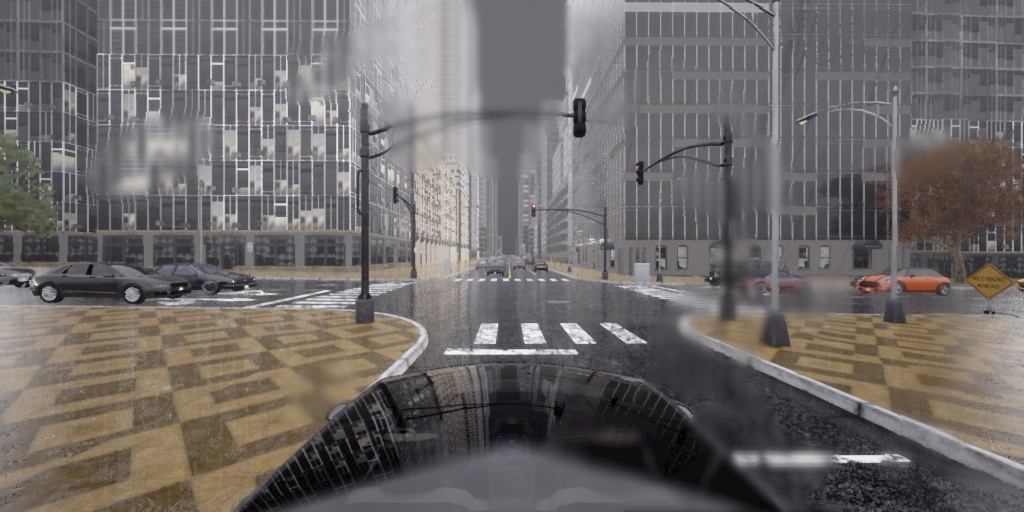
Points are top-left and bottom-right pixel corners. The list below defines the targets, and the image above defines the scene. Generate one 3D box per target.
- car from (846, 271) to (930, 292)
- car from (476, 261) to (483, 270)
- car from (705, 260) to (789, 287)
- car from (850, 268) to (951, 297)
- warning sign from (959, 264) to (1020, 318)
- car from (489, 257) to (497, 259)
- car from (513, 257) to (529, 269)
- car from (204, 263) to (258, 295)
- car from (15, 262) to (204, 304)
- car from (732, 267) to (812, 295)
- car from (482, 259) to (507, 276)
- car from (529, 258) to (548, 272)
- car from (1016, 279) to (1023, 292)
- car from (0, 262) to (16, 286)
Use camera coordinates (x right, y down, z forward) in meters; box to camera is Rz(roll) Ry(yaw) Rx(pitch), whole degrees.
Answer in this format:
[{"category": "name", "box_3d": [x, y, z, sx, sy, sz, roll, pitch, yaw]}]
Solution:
[{"category": "car", "box_3d": [27.332, 1.830, 26.180, 4.181, 1.385, 1.994, 1, 0, -3]}, {"category": "car", "box_3d": [-4.315, 1.341, 52.105, 1.802, 1.307, 4.207, 0, 0, -1]}, {"category": "car", "box_3d": [16.903, 1.302, 25.635, 5.566, 2.045, 2.150, 1, 0, -3]}, {"category": "car", "box_3d": [24.784, 1.574, 22.790, 4.553, 1.767, 2.097, 1, 0, -3]}, {"category": "warning sign", "box_3d": [17.214, 1.204, 12.935, 1.060, 1.860, 1.300, 0, 0, -3]}, {"category": "car", "box_3d": [-1.805, 1.266, 48.237, 1.837, 1.490, 4.892, 0, 0, -1]}, {"category": "car", "box_3d": [1.060, 1.305, 55.325, 2.033, 1.411, 5.357, 0, 0, -1]}, {"category": "car", "box_3d": [-15.438, 1.040, 17.272, 5.357, 1.411, 2.033, 1, 0, 0]}, {"category": "car", "box_3d": [-15.426, 0.998, 13.984, 4.892, 1.490, 1.837, 1, 0, -3]}, {"category": "car", "box_3d": [16.090, 1.630, 22.339, 4.181, 1.385, 1.994, 1, 0, -3]}, {"category": "car", "box_3d": [-1.710, 1.313, 38.449, 2.033, 1.411, 5.357, 0, 0, -1]}, {"category": "car", "box_3d": [3.670, 1.328, 46.659, 1.948, 1.339, 4.313, 0, 0, -1]}, {"category": "car", "box_3d": [41.013, 1.990, 26.874, 5.008, 1.535, 1.882, 0, 0, -3]}, {"category": "car", "box_3d": [-25.372, 0.802, 16.723, 4.902, 1.511, 2.128, 1, 0, -3]}]
